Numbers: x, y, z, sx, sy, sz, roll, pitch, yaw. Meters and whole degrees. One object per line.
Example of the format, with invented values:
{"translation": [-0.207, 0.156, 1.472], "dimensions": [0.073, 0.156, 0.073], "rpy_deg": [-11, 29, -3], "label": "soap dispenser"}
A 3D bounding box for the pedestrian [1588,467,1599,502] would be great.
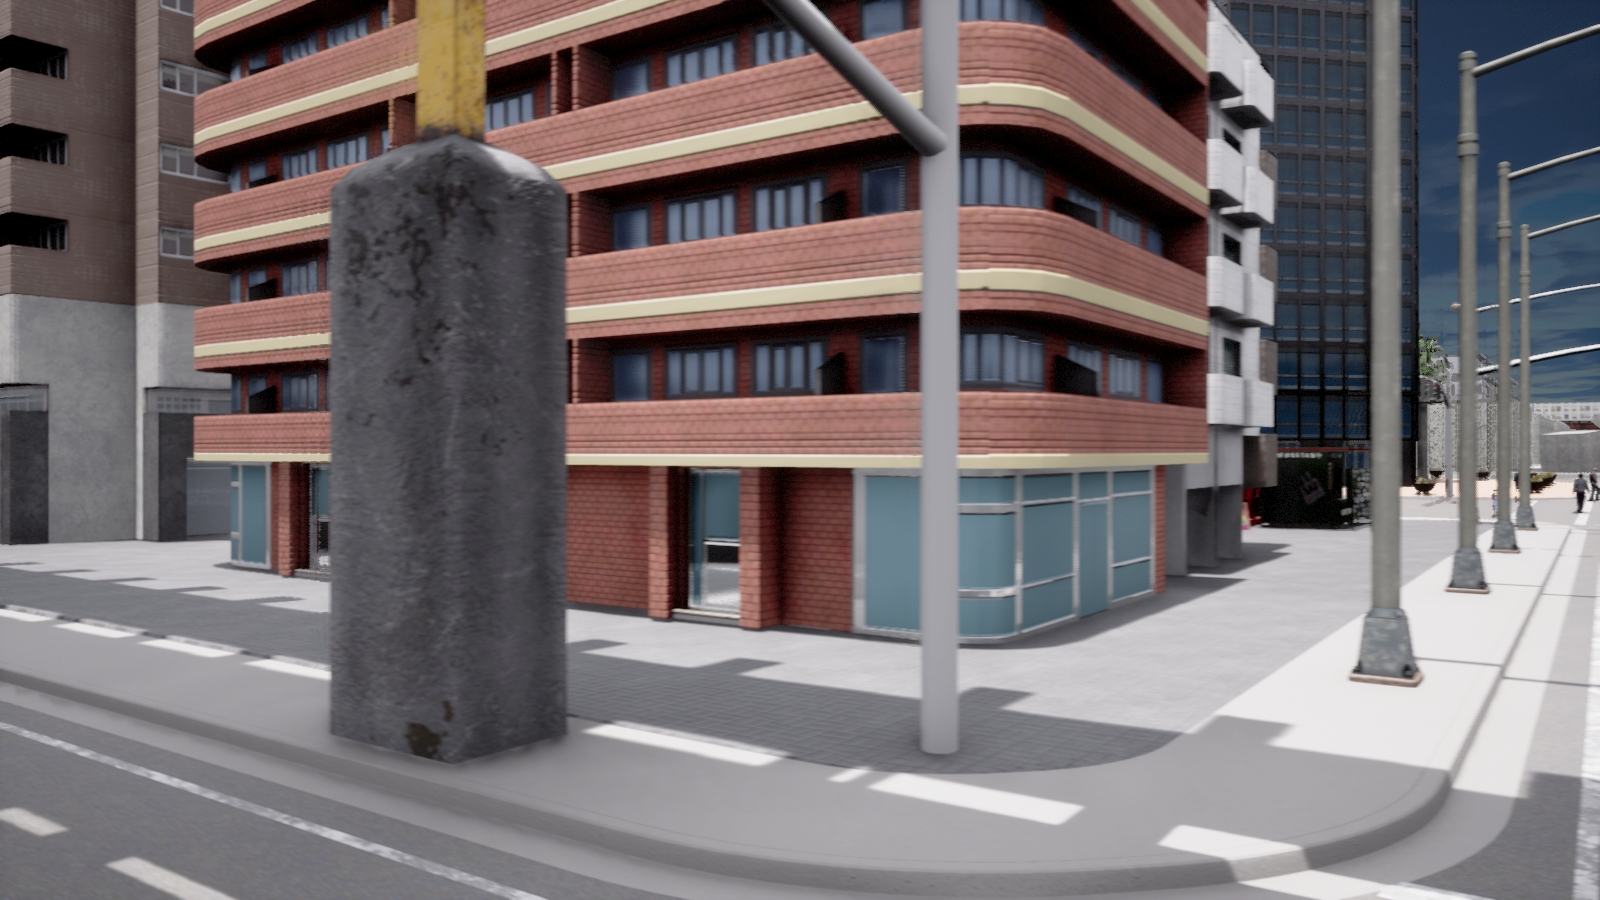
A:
{"translation": [43.218, 1.875, 62.178], "dimensions": [0.375, 1.860, 0.375], "rpy_deg": [0, 0, 8], "label": "pedestrian"}

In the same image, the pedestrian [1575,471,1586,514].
{"translation": [34.669, 1.886, 50.743], "dimensions": [0.375, 1.860, 0.375], "rpy_deg": [0, 0, 36], "label": "pedestrian"}

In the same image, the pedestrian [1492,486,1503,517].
{"translation": [29.484, 2.175, 48.318], "dimensions": [0.375, 1.300, 0.375], "rpy_deg": [0, 0, 36], "label": "pedestrian"}

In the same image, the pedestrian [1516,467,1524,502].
{"translation": [39.461, 1.887, 62.614], "dimensions": [0.375, 1.860, 0.375], "rpy_deg": [0, 0, 35], "label": "pedestrian"}
